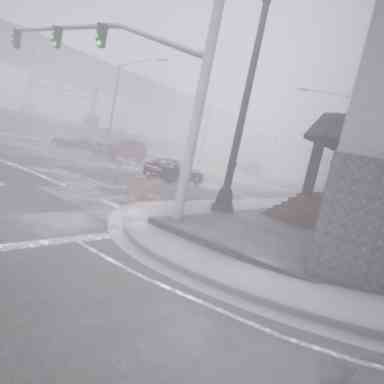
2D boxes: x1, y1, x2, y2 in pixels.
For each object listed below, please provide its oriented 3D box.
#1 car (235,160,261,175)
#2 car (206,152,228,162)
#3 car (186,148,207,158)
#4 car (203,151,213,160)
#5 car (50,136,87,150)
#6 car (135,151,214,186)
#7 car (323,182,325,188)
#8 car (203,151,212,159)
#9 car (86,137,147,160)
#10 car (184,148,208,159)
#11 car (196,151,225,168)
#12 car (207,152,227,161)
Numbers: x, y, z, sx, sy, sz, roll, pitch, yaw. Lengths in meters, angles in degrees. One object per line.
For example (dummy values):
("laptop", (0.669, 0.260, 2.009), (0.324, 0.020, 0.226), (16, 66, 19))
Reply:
("car", (8.827, -3.954, 51.850), (2.150, 2.045, 5.566), (17, 10, 36))
("car", (6.325, -8.863, 84.222), (4.974, 1.542, 2.038), (8, 9, -25))
("car", (0.970, -8.884, 75.726), (4.536, 1.218, 1.853), (10, 8, -10))
("car", (3.734, -8.701, 79.459), (2.038, 1.542, 4.974), (11, 8, -1))
("car", (-10.807, -4.588, 31.436), (1.895, 1.301, 4.718), (17, 10, 36))
("car", (-1.074, -1.305, 21.551), (2.128, 1.511, 4.902), (17, 10, 36))
("car", (22.306, -0.978, 52.763), (1.837, 1.490, 4.892), (17, 9, 39))
("car", (3.765, -8.862, 79.489), (1.853, 1.218, 4.536), (11, 8, -1))
("car", (-6.616, -4.105, 31.221), (2.150, 2.045, 5.566), (17, 10, 36))
("car", (0.989, -8.723, 75.758), (4.974, 1.542, 2.038), (10, 8, -10))
("car", (2.515, -4.586, 49.232), (1.882, 1.535, 5.008), (17, 10, 36))
("car", (6.310, -9.022, 84.178), (4.536, 1.218, 1.853), (8, 9, -25))
